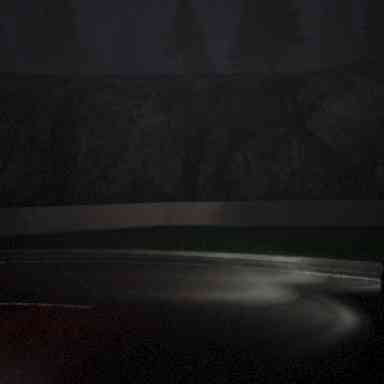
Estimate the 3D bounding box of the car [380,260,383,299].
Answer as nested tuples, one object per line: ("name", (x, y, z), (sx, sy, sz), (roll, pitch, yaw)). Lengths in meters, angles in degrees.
("car", (5.376, 1.278, 4.460), (5.008, 1.535, 1.882), (0, 1, 41))
